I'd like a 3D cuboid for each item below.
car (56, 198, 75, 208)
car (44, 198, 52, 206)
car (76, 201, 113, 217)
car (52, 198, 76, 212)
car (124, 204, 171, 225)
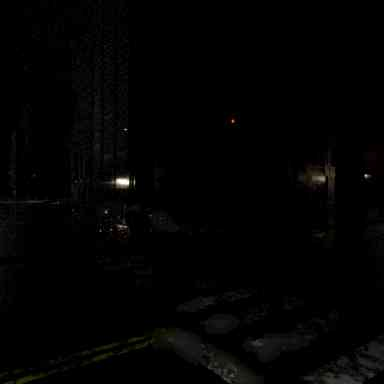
[{"bbox_3d":[-20.691,1.792,54.243,1.812,1.442,4.674,1,-1,-35],"label":"car"},{"bbox_3d":[-26.482,1.804,62.419,2.128,1.511,4.902,1,-1,-36],"label":"car"},{"bbox_3d":[-9.344,1.621,32.688,2.128,1.511,4.902,1,-1,-35],"label":"car"},{"bbox_3d":[-15.486,1.725,41.382,2.033,1.411,5.357,1,-1,-34],"label":"car"},{"bbox_3d":[-3.403,1.608,24.317,1.812,1.442,4.674,1,-1,-37],"label":"car"}]
